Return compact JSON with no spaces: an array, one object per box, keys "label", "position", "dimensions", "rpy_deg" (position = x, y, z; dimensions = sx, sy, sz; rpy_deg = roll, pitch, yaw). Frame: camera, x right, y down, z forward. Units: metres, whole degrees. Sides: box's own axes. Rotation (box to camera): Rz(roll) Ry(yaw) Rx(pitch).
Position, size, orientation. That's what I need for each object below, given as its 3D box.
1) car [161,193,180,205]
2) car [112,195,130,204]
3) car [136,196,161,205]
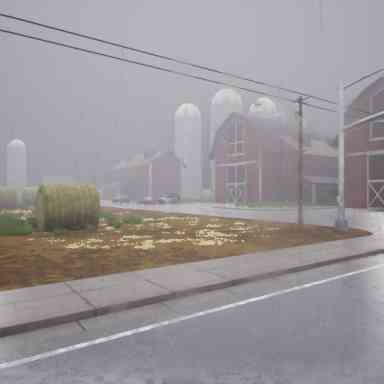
[{"label":"car","position":[-3.967,1.118,57.661],"dimensions":[3.866,1.878,1.905],"rpy_deg":[-2,5,11]},{"label":"car","position":[-13.738,1.325,64.023],"dimensions":[2.097,1.767,4.553],"rpy_deg":[0,0,-37]},{"label":"car","position":[-7.641,1.481,55.777],"dimensions":[1.812,1.442,4.674],"rpy_deg":[0,-1,-36]}]
